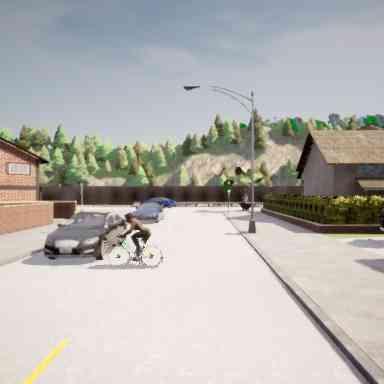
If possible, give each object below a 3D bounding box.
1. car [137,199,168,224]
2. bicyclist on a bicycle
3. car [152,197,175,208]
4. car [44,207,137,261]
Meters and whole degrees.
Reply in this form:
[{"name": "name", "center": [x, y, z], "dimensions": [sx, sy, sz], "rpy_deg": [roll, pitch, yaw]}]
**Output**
[{"name": "car", "center": [-3.188, 1.525, 25.019], "dimensions": [1.812, 1.442, 4.674], "rpy_deg": [0, 0, 2]}, {"name": "bicyclist on a bicycle", "center": [-1.690, 1.451, 9.816], "dimensions": [1.656, 1.620, 0.582], "rpy_deg": [-1, 0, 2]}, {"name": "car", "center": [-4.826, 1.477, 46.425], "dimensions": [5.008, 1.535, 1.882], "rpy_deg": [0, 0, 27]}, {"name": "car", "center": [-3.708, 1.492, 12.432], "dimensions": [2.128, 1.511, 4.902], "rpy_deg": [0, 0, 2]}]
